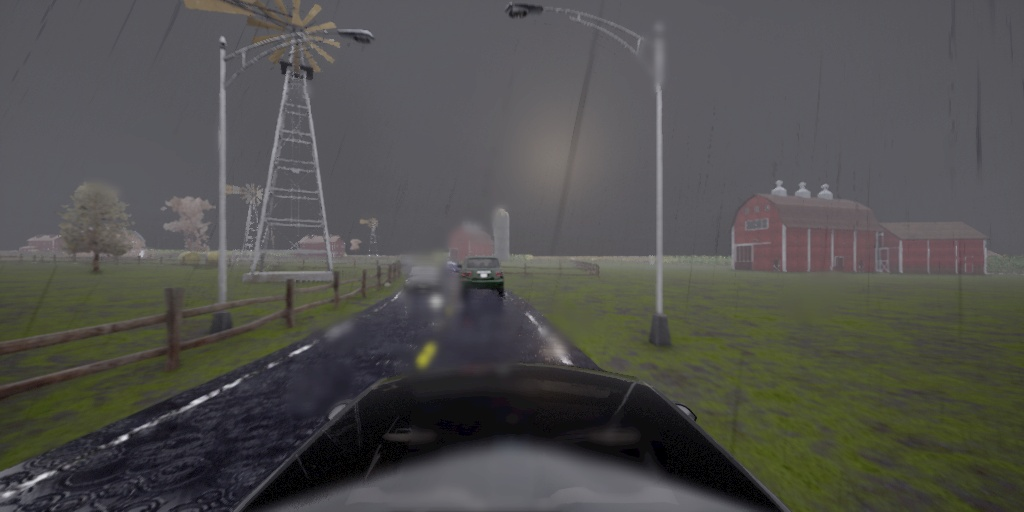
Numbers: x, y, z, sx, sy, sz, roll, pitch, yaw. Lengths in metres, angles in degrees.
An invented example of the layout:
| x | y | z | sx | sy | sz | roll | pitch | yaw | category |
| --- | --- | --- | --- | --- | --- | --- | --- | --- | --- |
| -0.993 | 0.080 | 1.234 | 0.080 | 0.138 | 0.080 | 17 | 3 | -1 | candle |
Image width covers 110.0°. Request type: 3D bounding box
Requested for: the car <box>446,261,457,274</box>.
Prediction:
| x | y | z | sx | sy | sz | roll | pitch | yaw | category |
| --- | --- | --- | --- | --- | --- | --- | --- | --- | --- |
| -6.834 | 1.310 | 41.064 | 1.812 | 1.442 | 4.674 | 0 | 0 | -17 | car |

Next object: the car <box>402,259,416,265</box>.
| x | y | z | sx | sy | sz | roll | pitch | yaw | category |
| --- | --- | --- | --- | --- | --- | --- | --- | --- | --- |
| -17.091 | 1.220 | 59.173 | 1.837 | 1.490 | 4.892 | 1 | 0 | -25 | car |

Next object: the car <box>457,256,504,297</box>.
| x | y | z | sx | sy | sz | roll | pitch | yaw | category |
| --- | --- | --- | --- | --- | --- | --- | --- | --- | --- |
| -1.742 | 1.016 | 19.562 | 2.150 | 2.045 | 5.566 | 0 | 0 | -9 | car |

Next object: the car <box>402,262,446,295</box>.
| x | y | z | sx | sy | sz | roll | pitch | yaw | category |
| --- | --- | --- | --- | --- | --- | --- | --- | --- | --- |
| -4.862 | 1.297 | 20.247 | 1.837 | 1.490 | 4.892 | 0 | 0 | -10 | car |
